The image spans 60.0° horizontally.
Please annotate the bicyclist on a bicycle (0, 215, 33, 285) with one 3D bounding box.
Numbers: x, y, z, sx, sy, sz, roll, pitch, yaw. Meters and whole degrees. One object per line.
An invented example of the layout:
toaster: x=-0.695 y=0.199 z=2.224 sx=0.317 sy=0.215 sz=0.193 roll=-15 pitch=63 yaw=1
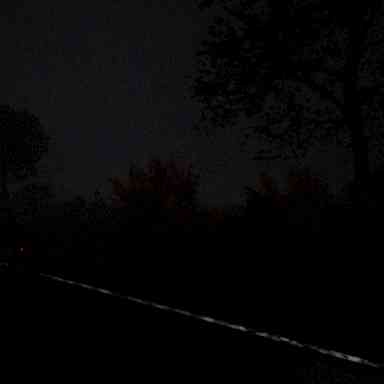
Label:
bicyclist on a bicycle: x=-4.341 y=1.401 z=8.141 sx=1.656 sy=1.620 sz=0.582 roll=0 pitch=0 yaw=35
